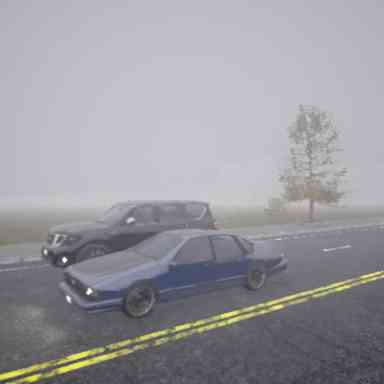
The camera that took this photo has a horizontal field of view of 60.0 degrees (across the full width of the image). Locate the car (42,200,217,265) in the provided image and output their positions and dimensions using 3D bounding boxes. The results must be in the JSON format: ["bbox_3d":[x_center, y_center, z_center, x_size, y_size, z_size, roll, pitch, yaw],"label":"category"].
[{"bbox_3d":[-1.655,1.277,10.522,5.566,2.045,2.150,1,0,-35],"label":"car"}]

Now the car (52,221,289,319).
[{"bbox_3d":[-0.083,1.595,7.635,5.357,1.411,2.033,1,0,-36],"label":"car"}]
